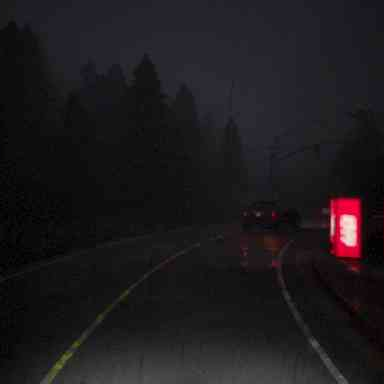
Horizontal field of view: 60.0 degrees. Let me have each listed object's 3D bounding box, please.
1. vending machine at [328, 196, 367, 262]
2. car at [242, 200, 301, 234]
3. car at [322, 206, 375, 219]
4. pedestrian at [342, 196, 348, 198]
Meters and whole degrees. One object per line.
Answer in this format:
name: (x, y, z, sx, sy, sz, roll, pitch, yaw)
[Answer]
vending machine: (5.203, 1.187, 11.232, 1.100, 2.100, 0.880, 0, 0, 19)
car: (4.729, 1.256, 19.274, 2.097, 1.767, 4.553, 0, 0, 35)
car: (12.797, 1.493, 26.943, 4.718, 1.301, 1.895, 0, 0, -33)
pedestrian: (5.412, 1.036, 11.819, 0.375, 1.860, 0.375, 0, 0, 20)
